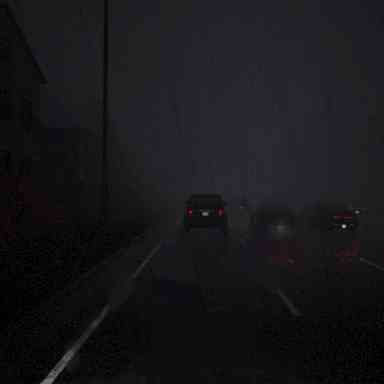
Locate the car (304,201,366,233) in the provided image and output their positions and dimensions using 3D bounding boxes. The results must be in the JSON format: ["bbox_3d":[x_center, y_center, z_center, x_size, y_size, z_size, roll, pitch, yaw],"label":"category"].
[{"bbox_3d":[7.773,1.449,19.202,1.837,1.490,4.892,1,0,2],"label":"car"}]

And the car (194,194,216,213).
[{"bbox_3d":[1.359,1.126,34.586,2.097,1.767,4.553,1,0,2],"label":"car"}]

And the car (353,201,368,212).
[{"bbox_3d":[15.296,1.526,32.743,1.895,1.301,4.718,1,0,2],"label":"car"}]

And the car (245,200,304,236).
[{"bbox_3d":[4.216,1.423,17.790,1.837,1.490,4.892,1,0,2],"label":"car"}]

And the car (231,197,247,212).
[{"bbox_3d":[4.865,1.300,34.720,2.128,1.511,4.902,1,0,2],"label":"car"}]

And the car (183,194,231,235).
[{"bbox_3d":[0.734,1.102,18.216,2.150,2.045,5.566,1,0,2],"label":"car"}]
